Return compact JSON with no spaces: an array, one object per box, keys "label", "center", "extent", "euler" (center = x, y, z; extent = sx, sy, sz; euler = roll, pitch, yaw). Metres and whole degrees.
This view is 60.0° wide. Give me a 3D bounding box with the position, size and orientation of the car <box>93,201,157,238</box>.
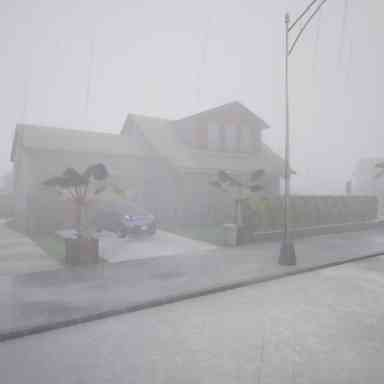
[{"label":"car","center":[-3.094,1.174,15.242],"extent":[1.845,1.501,3.633],"euler":[0,0,-38]}]
